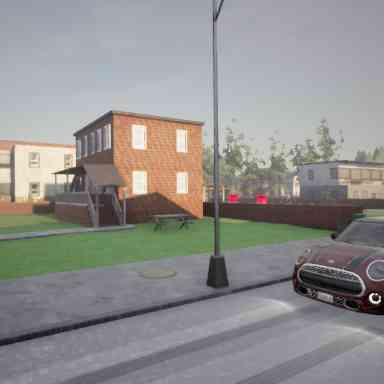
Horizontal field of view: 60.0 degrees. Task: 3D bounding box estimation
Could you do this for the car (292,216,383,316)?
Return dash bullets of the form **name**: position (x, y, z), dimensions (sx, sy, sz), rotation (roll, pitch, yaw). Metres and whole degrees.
- **car**: position (4.352, 1.355, 7.432), dimensions (4.553, 1.767, 2.097), rotation (0, 0, -33)
